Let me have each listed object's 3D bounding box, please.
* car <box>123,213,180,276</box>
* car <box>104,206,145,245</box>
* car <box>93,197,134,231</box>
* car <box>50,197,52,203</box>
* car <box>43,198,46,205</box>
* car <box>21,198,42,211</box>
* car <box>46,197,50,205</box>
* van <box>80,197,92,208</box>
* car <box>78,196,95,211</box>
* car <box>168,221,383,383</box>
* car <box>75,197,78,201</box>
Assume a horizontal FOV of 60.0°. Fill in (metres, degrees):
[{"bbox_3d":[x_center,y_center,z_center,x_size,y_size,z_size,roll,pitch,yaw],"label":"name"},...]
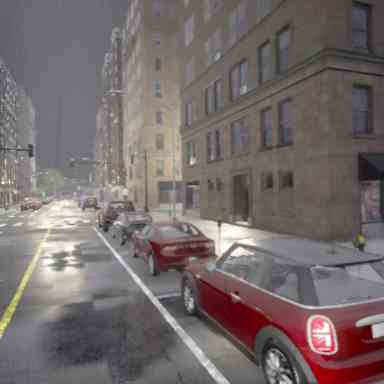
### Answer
[{"bbox_3d":[-0.768,1.567,10.476,1.887,1.381,4.507,-1,0,-21],"label":"car"},{"bbox_3d":[-2.769,1.616,15.794,2.008,1.369,4.403,-1,0,-21],"label":"car"},{"bbox_3d":[-4.775,1.423,21.112,2.192,1.841,5.009,-1,0,-21],"label":"car"},{"bbox_3d":[-35.394,2.290,79.655,1.887,1.381,4.507,-1,0,-21],"label":"car"},{"bbox_3d":[-27.649,2.133,59.048,2.008,1.369,4.403,-1,0,-21],"label":"car"},{"bbox_3d":[-23.781,1.815,48.745,2.192,1.841,5.009,-1,0,-21],"label":"car"},{"bbox_3d":[-33.458,2.249,74.504,1.887,1.381,4.507,-1,0,-21],"label":"car"},{"bbox_3d":[-18.130,1.733,56.754,1.690,1.788,3.998,-1,0,-21],"label":"van"},{"bbox_3d":[-14.246,1.625,46.455,2.192,1.841,5.009,-1,0,-21],"label":"car"},{"bbox_3d":[1.231,1.419,5.158,1.967,1.590,4.097,-1,0,-21],"label":"car"},{"bbox_3d":[-20.073,1.748,61.904,2.192,1.841,5.009,-1,0,-21],"label":"car"}]
